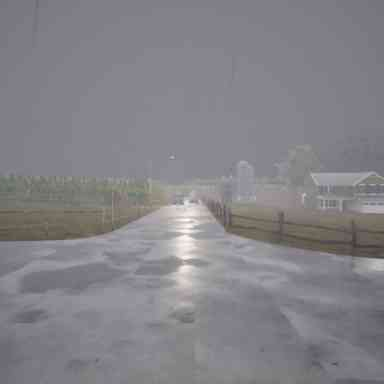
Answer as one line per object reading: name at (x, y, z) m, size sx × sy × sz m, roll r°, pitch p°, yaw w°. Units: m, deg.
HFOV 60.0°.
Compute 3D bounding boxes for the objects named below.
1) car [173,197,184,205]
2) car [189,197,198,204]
car at (-2.419, 1.643, 59.654) m, size 2.033 × 1.411 × 5.357 m, roll 0°, pitch 0°, yaw 0°
car at (0.366, 1.650, 65.862) m, size 2.033 × 1.411 × 5.357 m, roll 0°, pitch 0°, yaw 0°
